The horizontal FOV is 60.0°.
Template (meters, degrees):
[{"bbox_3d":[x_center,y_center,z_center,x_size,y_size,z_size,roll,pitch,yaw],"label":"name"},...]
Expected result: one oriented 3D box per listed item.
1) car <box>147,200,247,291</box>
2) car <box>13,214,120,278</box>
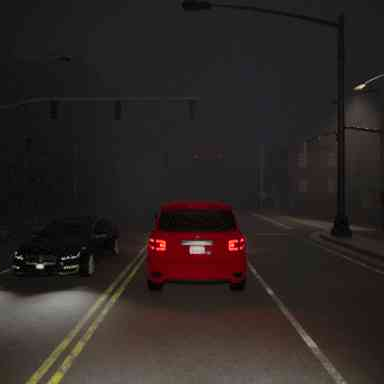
[{"bbox_3d":[0.098,1.219,9.118,2.150,2.045,5.566,0,0,0],"label":"car"},{"bbox_3d":[-3.540,1.502,10.236,1.837,1.490,4.892,0,0,1],"label":"car"}]
